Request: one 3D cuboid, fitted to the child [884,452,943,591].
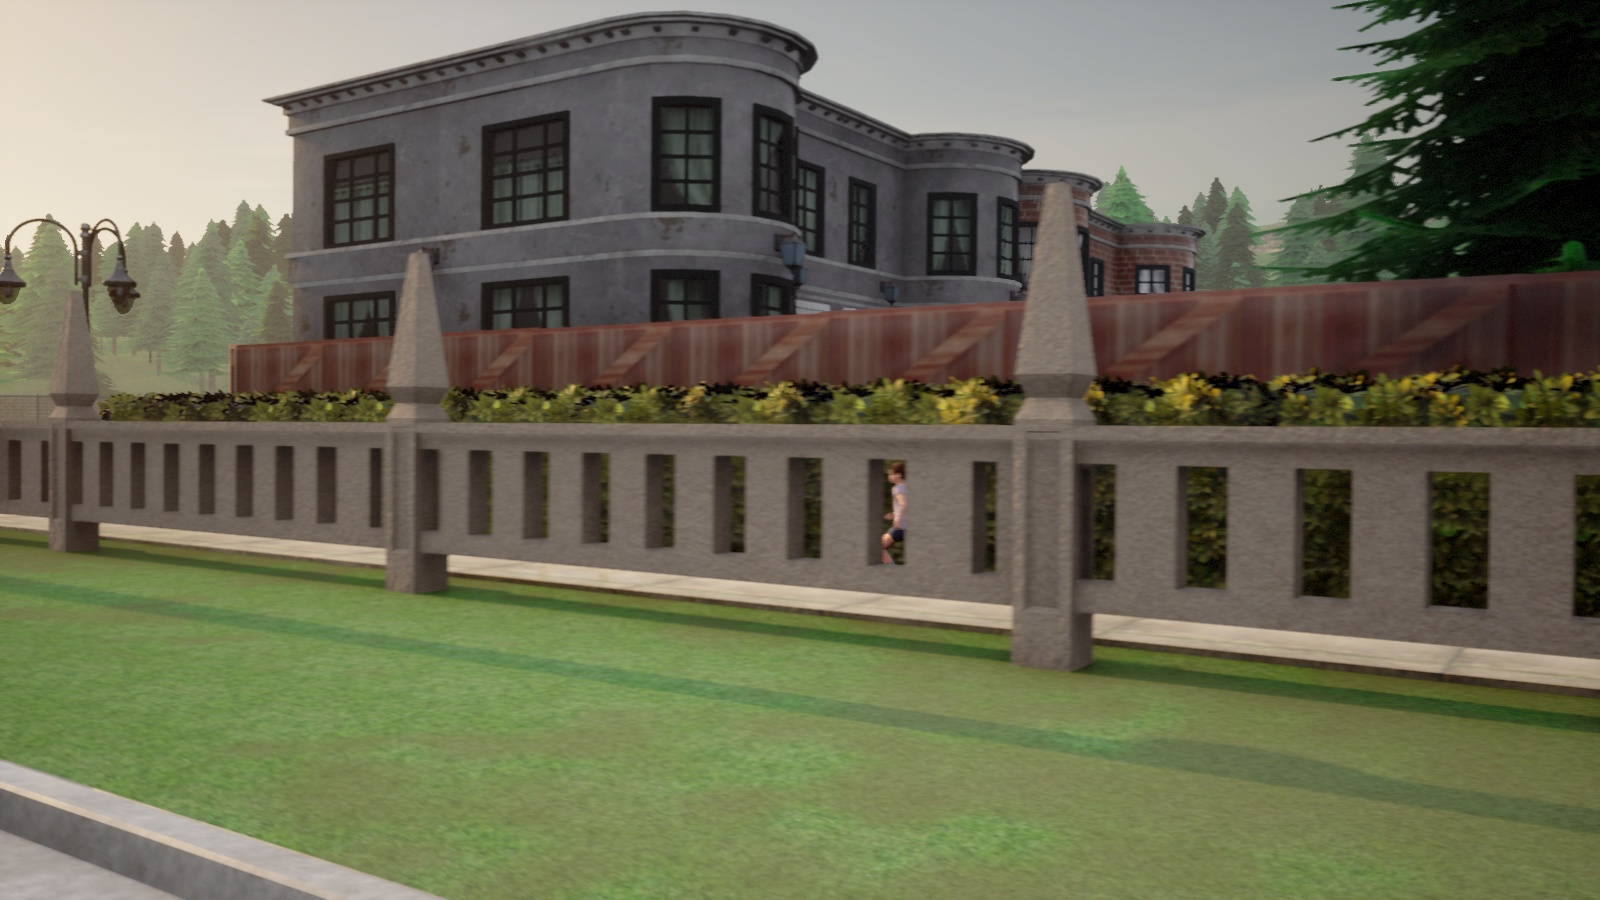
[{"bbox_3d":[0.925,0.572,10.239,0.394,1.110,0.255,0,1,37],"label":"child"}]
